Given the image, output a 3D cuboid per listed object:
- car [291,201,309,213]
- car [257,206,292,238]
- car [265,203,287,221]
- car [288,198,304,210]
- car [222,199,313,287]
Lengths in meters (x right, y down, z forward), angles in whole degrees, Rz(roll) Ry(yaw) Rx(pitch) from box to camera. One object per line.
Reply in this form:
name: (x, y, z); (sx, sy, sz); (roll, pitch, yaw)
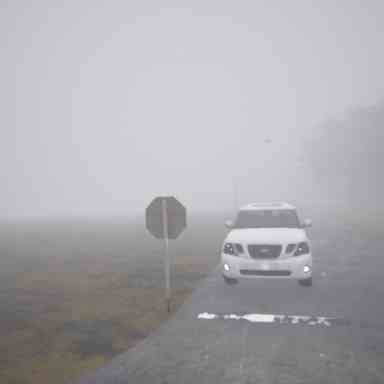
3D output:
car: (14.708, 2.018, 45.540); (1.994, 1.385, 4.181); (-3, -1, 15)
car: (5.110, 1.760, 20.540); (1.837, 1.490, 4.892); (-3, -1, 15)
car: (8.350, 1.882, 32.802); (1.882, 1.535, 5.008); (-3, -1, 15)
car: (17.245, 1.944, 55.206); (2.097, 1.767, 4.553); (-2, -1, 13)
car: (2.375, 1.371, 10.234); (2.150, 2.045, 5.566); (-3, -1, 15)
